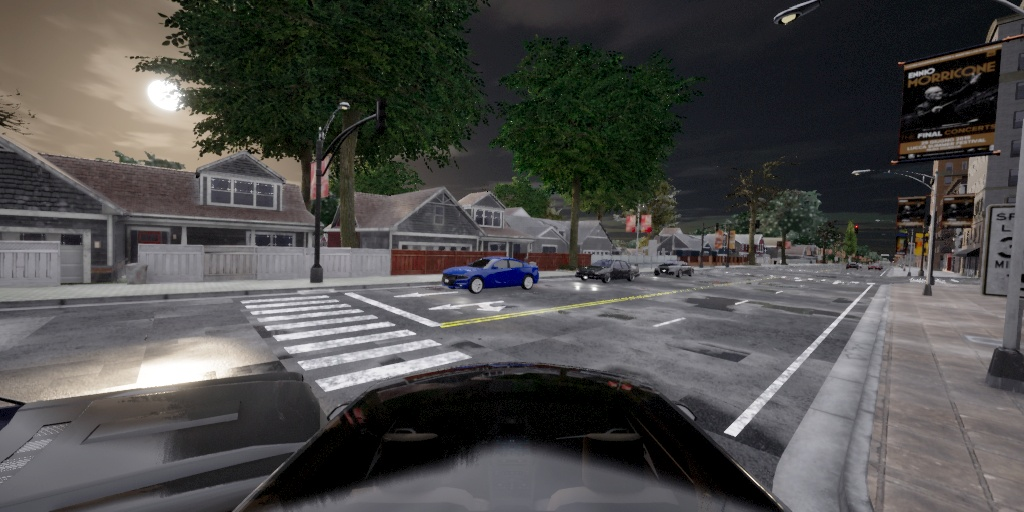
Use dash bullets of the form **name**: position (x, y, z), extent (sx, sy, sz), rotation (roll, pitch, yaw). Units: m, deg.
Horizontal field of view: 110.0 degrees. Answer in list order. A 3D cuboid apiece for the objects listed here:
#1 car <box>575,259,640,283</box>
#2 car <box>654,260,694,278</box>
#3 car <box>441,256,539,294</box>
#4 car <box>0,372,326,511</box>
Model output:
- **car**: position (6.393, 0.927, 23.424), extent (5.357, 1.411, 2.033), rotation (1, 2, -43)
- **car**: position (13.698, 1.027, 30.232), extent (4.181, 1.385, 1.994), rotation (1, 2, -43)
- **car**: position (-0.881, 0.778, 16.618), extent (5.008, 1.535, 1.882), rotation (1, 2, -43)
- **car**: position (-3.317, 1.273, 1.470), extent (4.718, 1.301, 1.895), rotation (1, 2, -33)
